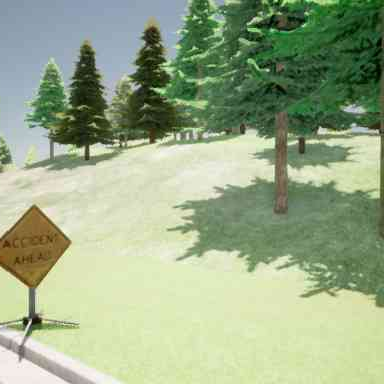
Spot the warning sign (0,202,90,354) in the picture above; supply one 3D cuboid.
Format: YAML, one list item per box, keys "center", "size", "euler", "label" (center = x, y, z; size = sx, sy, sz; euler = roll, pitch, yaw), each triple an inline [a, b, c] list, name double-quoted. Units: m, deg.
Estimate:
- center: [-2.421, 1.114, 5.043]
  size: [1.060, 1.860, 1.300]
  euler: [0, 0, 36]
  label: "warning sign"
